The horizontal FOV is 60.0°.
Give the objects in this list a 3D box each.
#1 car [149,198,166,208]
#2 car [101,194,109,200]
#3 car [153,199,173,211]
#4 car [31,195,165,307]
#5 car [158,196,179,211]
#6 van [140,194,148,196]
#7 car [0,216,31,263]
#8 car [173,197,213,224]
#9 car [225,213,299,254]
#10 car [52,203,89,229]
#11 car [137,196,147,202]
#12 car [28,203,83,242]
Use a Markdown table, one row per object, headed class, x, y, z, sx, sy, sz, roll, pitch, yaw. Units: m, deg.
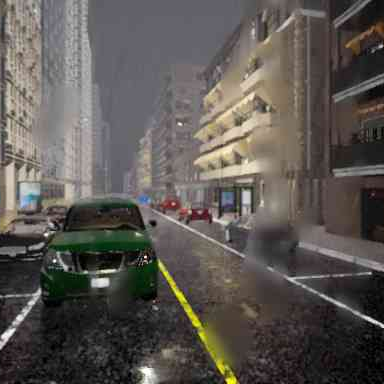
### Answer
| class | x | y | z | sx | sy | sz | roll | pitch | yaw |
| --- | --- | --- | --- | --- | --- | --- | --- | --- | --- |
| car | -4.888 | 1.537 | 46.419 | 1.802 | 1.307 | 4.206 | 0 | 0 | -13 |
| car | -23.080 | 1.381 | 88.625 | 1.967 | 1.590 | 4.097 | 0 | 0 | -13 |
| car | -3.636 | 1.541 | 40.911 | 1.802 | 1.307 | 4.206 | 0 | 0 | -13 |
| car | -2.191 | 1.211 | 8.440 | 2.150 | 2.045 | 5.566 | 0 | 0 | -13 |
| car | -2.382 | 1.279 | 35.403 | 2.192 | 1.841 | 5.009 | 0 | 0 | -13 |
| van | -9.898 | 1.287 | 68.450 | 1.690 | 1.788 | 3.998 | 0 | 0 | -13 |
| car | -5.544 | 1.536 | 11.513 | 2.008 | 1.369 | 4.403 | 0 | 0 | -13 |
| car | 0.122 | 1.414 | 24.387 | 1.967 | 1.590 | 4.097 | 0 | 0 | -13 |
| car | 2.627 | 1.536 | 13.372 | 2.008 | 1.369 | 4.403 | 0 | 0 | -13 |
| car | -8.012 | 1.500 | 22.363 | 1.752 | 1.417 | 4.829 | 0 | 0 | -13 |
| car | -11.150 | 1.510 | 73.959 | 1.947 | 1.339 | 4.313 | 0 | 0 | -13 |
| car | -6.797 | 1.420 | 17.021 | 1.967 | 1.590 | 4.097 | 0 | 0 | -13 |
